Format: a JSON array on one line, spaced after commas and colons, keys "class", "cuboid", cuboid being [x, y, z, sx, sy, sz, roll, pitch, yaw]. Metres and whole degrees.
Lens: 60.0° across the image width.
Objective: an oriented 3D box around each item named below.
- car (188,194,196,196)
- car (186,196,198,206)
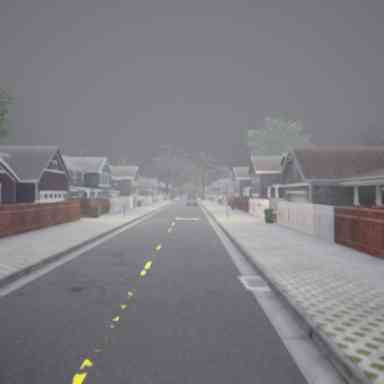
[{"class": "car", "cuboid": [0.021, 1.368, 69.748, 2.150, 2.045, 5.566, 0, 0, 0]}, {"class": "car", "cuboid": [0.018, 1.814, 59.711, 1.994, 1.385, 4.181, 0, 0, 0]}]
